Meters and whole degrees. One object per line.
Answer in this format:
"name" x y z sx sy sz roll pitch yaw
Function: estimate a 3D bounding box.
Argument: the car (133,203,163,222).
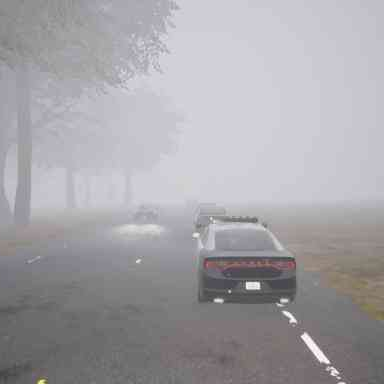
"car" -3.479 1.605 26.644 1.895 1.301 4.718 0 0 0

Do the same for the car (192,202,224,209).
"car" 1.065 1.505 18.243 1.837 1.490 4.892 0 0 0

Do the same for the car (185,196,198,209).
"car" 0.060 1.580 45.911 2.033 1.411 5.357 0 0 0

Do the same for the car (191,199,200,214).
"car" 1.069 1.508 24.245 1.837 1.490 4.892 0 0 0

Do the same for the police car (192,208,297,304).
"police car" 1.058 1.423 8.350 1.930 1.638 5.238 0 0 0

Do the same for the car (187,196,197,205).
"car" 0.047 1.578 63.642 1.882 1.535 5.008 0 0 0
